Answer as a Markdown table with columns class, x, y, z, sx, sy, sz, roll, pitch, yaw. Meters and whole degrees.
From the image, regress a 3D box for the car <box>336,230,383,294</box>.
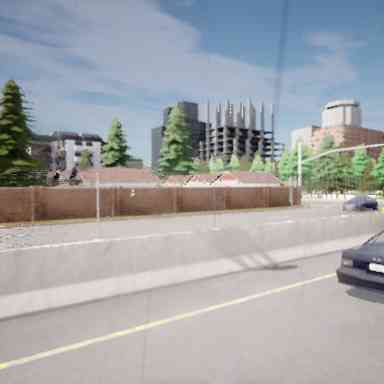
| class | x | y | z | sx | sy | sz | roll | pitch | yaw |
| --- | --- | --- | --- | --- | --- | --- | --- | --- | --- |
| car | 5.525 | 1.440 | 7.704 | 5.357 | 1.411 | 2.033 | -1 | 0 | -35 |
